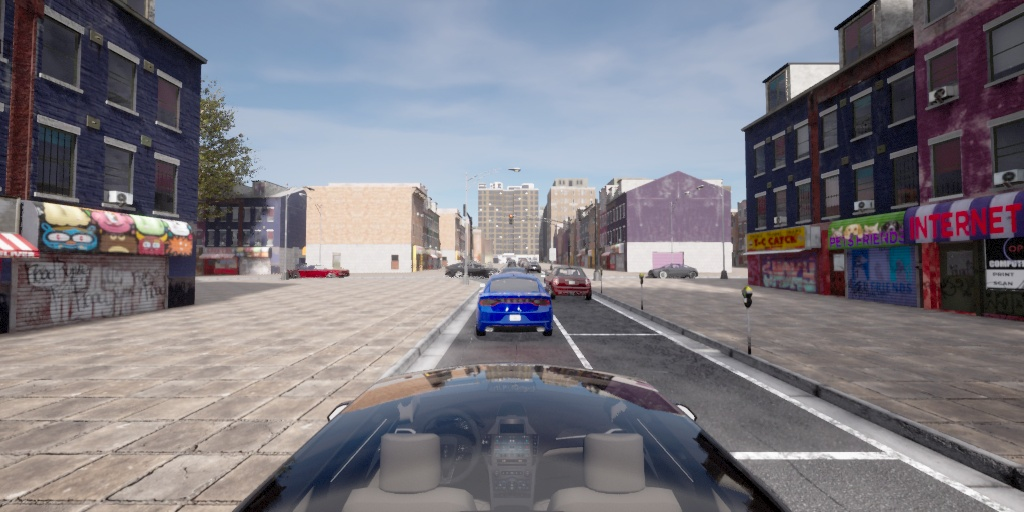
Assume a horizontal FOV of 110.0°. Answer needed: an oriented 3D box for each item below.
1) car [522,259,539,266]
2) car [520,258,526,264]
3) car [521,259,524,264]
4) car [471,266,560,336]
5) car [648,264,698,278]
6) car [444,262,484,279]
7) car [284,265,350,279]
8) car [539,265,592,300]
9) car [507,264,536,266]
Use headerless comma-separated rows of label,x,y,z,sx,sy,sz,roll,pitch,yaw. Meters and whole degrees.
car,2.634,1.420,44.566,1.948,1.339,4.313,0,0,0
car,2.633,1.448,55.609,1.751,1.417,4.829,0,0,0
car,2.633,1.452,50.002,1.948,1.339,4.313,0,0,0
car,0.039,1.233,10.490,1.882,1.535,5.008,0,0,-1
car,14.605,1.379,32.653,4.181,1.385,1.994,0,-2,0
car,-3.425,1.286,31.310,4.892,1.490,1.837,0,-1,-21
car,-16.127,1.394,29.896,4.718,1.301,1.895,0,-2,0
car,2.635,1.206,17.822,1.967,1.591,4.097,0,0,0
car,0.098,1.292,18.022,1.812,1.442,4.674,0,0,0
